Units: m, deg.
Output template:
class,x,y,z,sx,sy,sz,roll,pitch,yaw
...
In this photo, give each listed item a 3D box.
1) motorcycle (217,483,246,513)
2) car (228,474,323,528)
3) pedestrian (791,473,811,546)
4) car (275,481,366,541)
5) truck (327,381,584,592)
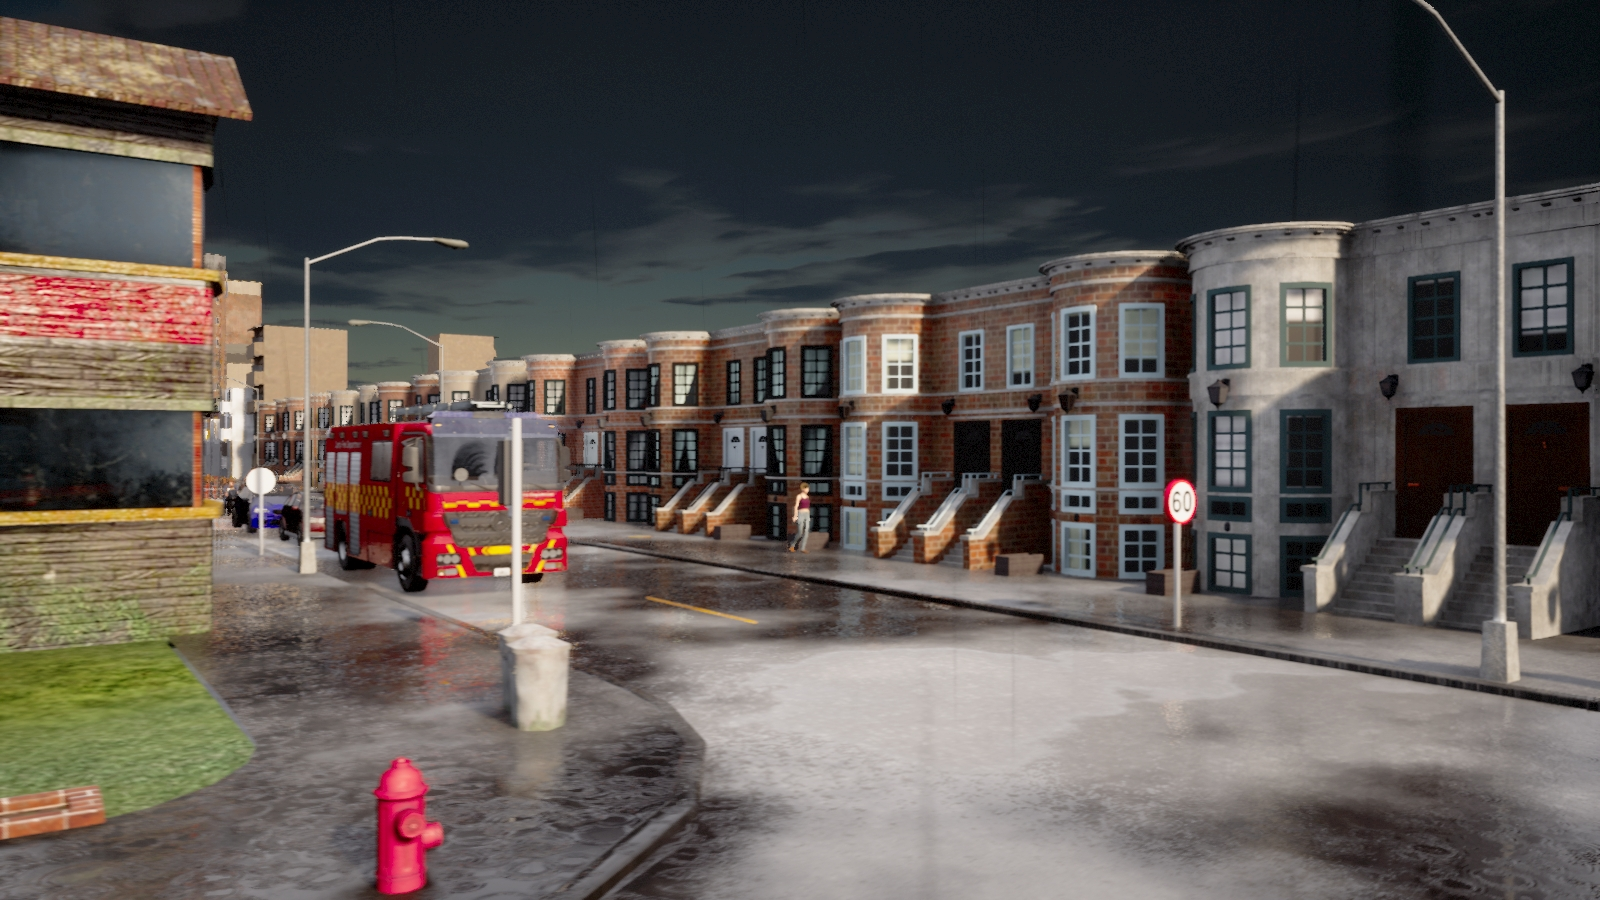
class,x,y,z,sx,sy,sz,roll,pitch,yaw
motorcycle,-23.801,1.994,47.801,0.803,1.145,2.033,0,0,-35
car,-18.549,1.748,40.292,2.242,1.667,4.611,0,0,-35
pedestrian,0.031,1.523,29.597,0.375,1.860,0.375,0,0,-44
car,-14.535,1.798,34.545,1.789,1.549,3.705,0,1,-35
truck,-7.842,0.671,24.997,2.891,3.827,8.468,0,0,-35
